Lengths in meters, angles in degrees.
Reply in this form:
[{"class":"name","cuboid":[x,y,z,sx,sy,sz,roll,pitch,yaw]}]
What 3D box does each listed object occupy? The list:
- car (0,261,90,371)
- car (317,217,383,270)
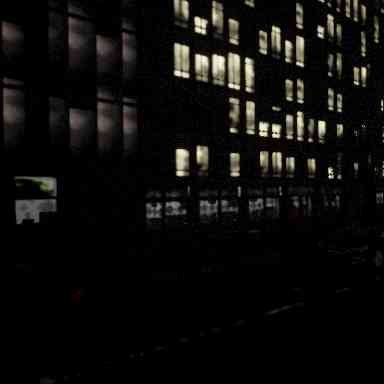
[{"class":"car","cuboid":[-3.438,1.584,4.115,4.206,1.307,1.802,0,0,-35]},{"class":"car","cuboid":[5.815,1.509,10.718,4.403,1.369,2.008,0,0,-36]}]
